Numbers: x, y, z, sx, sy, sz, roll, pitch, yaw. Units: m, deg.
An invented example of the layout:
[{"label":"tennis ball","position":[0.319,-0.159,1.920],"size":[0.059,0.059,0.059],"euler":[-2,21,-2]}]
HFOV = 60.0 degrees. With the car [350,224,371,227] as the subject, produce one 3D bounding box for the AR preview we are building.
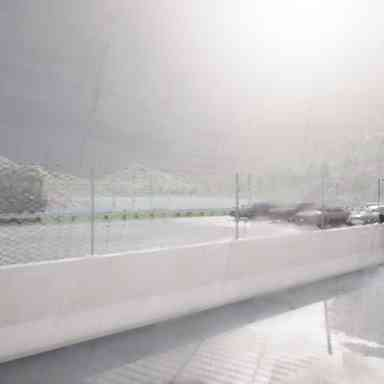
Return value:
[{"label":"car","position":[10.845,1.493,18.809],"size":[4.902,1.511,2.128],"euler":[0,0,-29]}]
